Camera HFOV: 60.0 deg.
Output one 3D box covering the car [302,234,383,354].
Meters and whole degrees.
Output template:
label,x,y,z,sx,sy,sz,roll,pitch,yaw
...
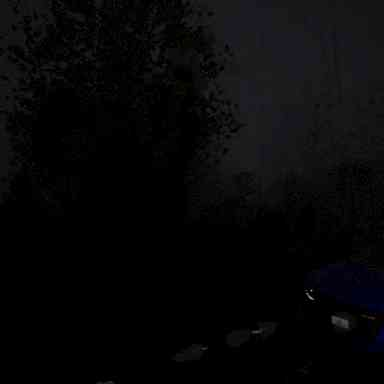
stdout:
label,x,y,z,sx,sy,sz,roll,pitch,yaw
car,4.045,1.503,5.972,5.008,1.535,1.882,0,0,-35
